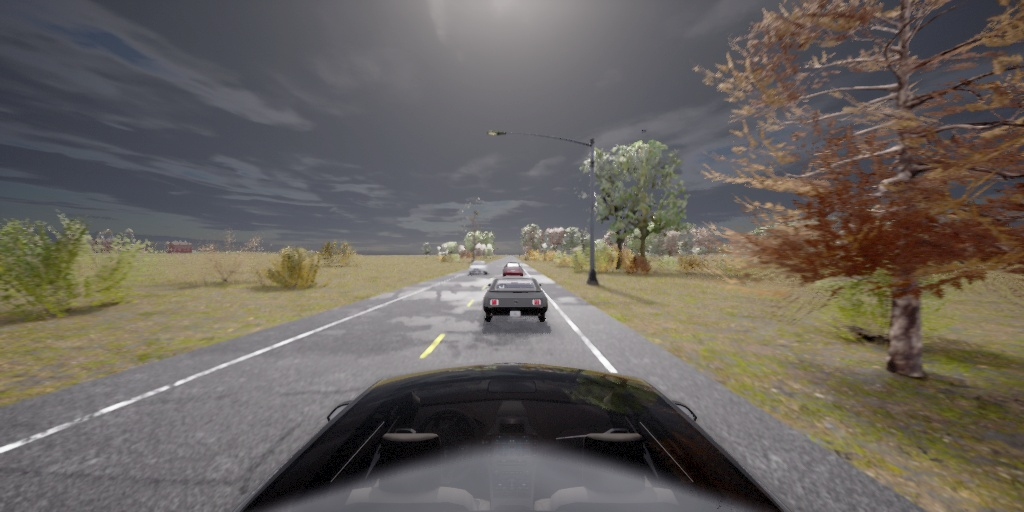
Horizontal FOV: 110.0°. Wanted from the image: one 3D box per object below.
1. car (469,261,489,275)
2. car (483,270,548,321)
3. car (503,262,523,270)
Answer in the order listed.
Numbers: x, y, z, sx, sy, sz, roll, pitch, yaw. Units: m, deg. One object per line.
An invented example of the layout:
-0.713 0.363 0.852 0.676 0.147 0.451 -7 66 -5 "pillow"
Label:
-3.549 1.266 38.706 1.812 1.442 4.674 0 0 0 "car"
0.099 1.350 12.422 1.895 1.301 4.718 0 0 0 "car"
0.098 1.306 34.846 1.994 1.385 4.181 0 0 0 "car"
